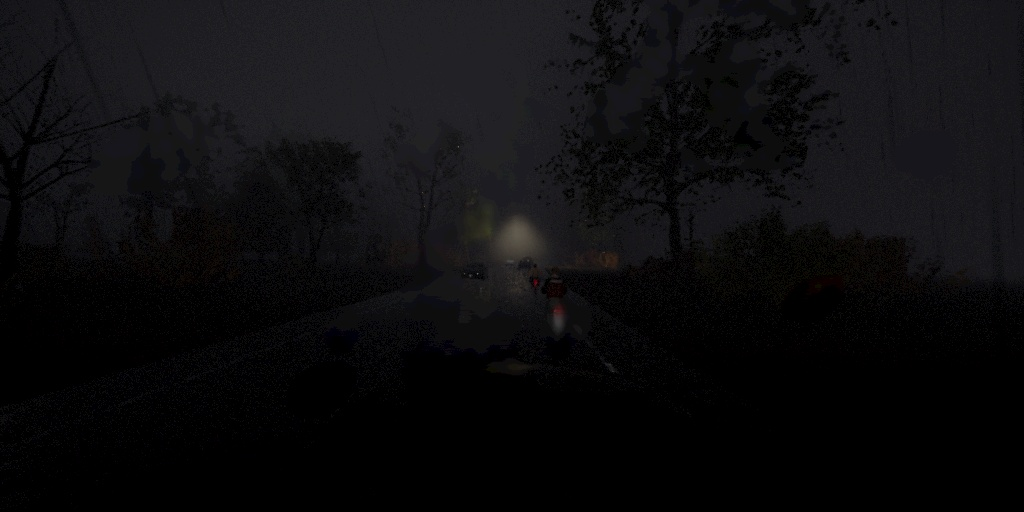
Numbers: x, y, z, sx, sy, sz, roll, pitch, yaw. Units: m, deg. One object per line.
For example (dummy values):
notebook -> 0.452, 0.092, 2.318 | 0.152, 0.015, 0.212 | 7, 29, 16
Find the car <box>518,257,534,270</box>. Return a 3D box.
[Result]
car -> 1.967, 1.338, 55.144 | 2.128, 1.511, 4.902 | 0, 0, 4

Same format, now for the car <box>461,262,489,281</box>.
car -> -3.043, 1.277, 30.005 | 1.837, 1.490, 4.892 | 0, 0, 2

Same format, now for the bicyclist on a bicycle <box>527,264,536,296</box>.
bicyclist on a bicycle -> 1.180, 1.192, 18.122 | 0.866, 1.612, 1.509 | 0, 0, 1

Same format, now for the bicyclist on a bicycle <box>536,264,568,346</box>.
bicyclist on a bicycle -> 1.014, 1.119, 8.510 | 0.659, 1.776, 1.843 | 0, 0, 1
